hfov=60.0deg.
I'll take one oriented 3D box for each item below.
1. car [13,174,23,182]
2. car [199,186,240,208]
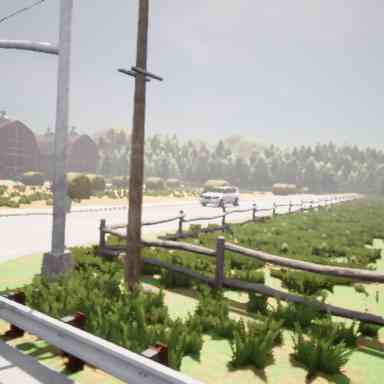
[{"bbox_3d":[-41.552,-3.369,79.981,1.905,1.878,3.866,8,2,-14],"label":"car"},{"bbox_3d":[2.903,0.443,33.355,2.150,2.045,5.566,4,3,33],"label":"car"}]
